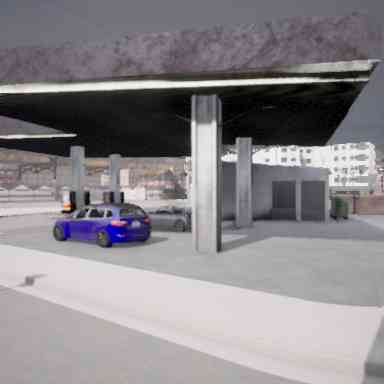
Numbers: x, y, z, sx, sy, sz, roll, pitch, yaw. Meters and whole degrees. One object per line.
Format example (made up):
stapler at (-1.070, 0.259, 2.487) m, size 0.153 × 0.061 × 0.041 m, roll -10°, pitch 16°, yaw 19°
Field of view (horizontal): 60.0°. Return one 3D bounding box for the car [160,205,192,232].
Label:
car at (-1.248, 1.485, 19.447) m, size 3.806 × 1.475 × 1.970 m, roll 0°, pitch 0°, yaw 36°

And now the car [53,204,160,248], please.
car at (-3.965, 1.323, 14.328) m, size 4.611 × 1.667 × 2.242 m, roll 0°, pitch 0°, yaw 36°
